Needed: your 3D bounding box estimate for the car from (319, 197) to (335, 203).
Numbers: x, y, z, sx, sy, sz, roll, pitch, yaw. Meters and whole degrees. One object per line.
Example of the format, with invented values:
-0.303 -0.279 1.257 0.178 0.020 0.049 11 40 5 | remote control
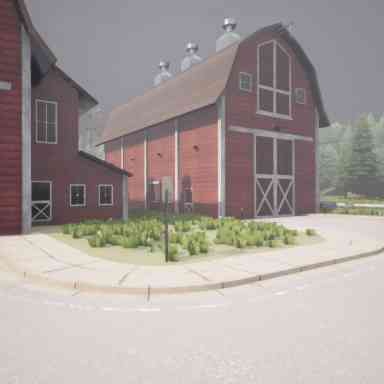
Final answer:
16.061 1.414 42.104 2.097 1.767 4.553 0 0 -34 | car
